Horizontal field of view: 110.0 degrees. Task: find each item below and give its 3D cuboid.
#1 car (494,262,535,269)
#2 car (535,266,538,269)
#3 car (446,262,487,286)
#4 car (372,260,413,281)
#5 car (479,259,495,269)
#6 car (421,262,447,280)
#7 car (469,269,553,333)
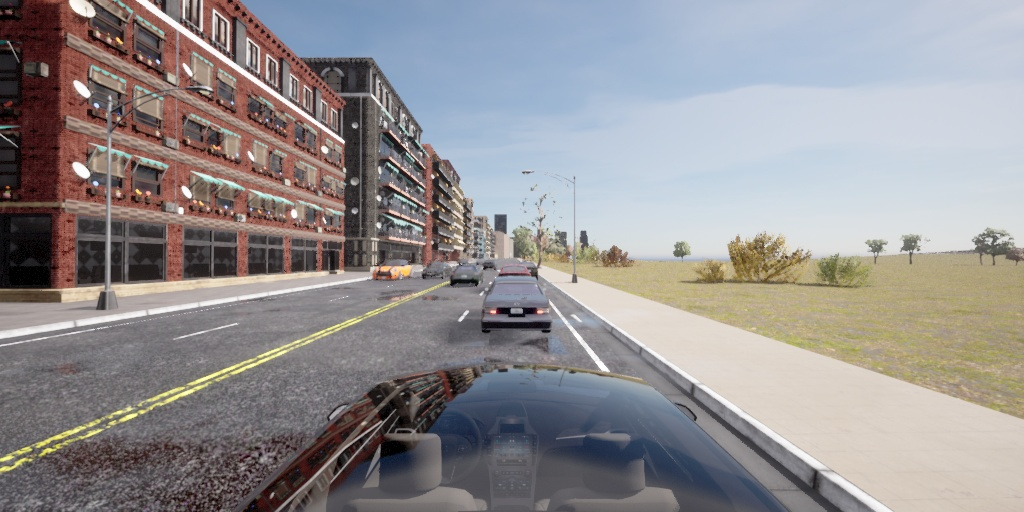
[{"bbox_3d":[0.131,1.230,21.233,1.882,1.535,5.008,0,0,0],"label":"car"},{"bbox_3d":[1.179,1.231,30.671,1.882,1.535,5.008,0,0,0],"label":"car"},{"bbox_3d":[-3.117,1.316,25.374,1.994,1.385,4.181,0,0,0],"label":"car"},{"bbox_3d":[-9.811,1.105,29.684,2.097,1.767,4.553,0,0,0],"label":"car"},{"bbox_3d":[-3.084,1.256,50.381,1.837,1.490,4.892,0,0,0],"label":"car"},{"bbox_3d":[-6.558,1.258,31.453,1.837,1.490,4.892,0,0,0],"label":"car"},{"bbox_3d":[0.113,1.299,10.693,2.033,1.411,5.357,0,0,0],"label":"car"}]
